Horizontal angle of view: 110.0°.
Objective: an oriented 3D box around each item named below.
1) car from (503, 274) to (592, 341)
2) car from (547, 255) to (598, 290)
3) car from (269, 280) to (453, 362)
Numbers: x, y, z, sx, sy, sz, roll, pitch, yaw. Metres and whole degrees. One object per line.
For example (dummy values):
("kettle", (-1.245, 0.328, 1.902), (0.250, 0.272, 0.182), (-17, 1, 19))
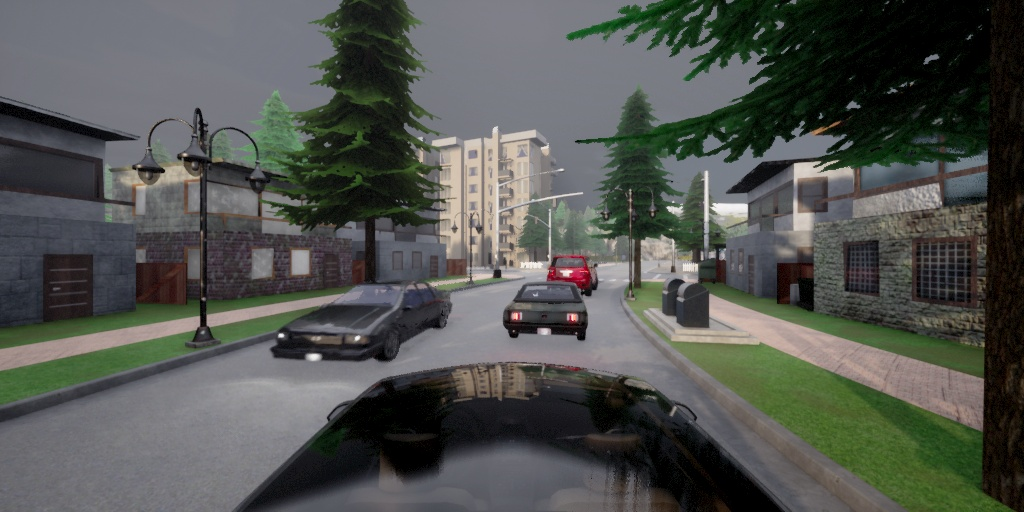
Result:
("car", (1.071, 1.350, 9.972), (1.895, 1.301, 4.718), (0, 0, 9))
("car", (3.370, 0.971, 19.467), (2.150, 2.045, 5.566), (0, 0, 18))
("car", (-2.945, 1.297, 8.587), (2.033, 1.411, 5.357), (0, 0, 8))
